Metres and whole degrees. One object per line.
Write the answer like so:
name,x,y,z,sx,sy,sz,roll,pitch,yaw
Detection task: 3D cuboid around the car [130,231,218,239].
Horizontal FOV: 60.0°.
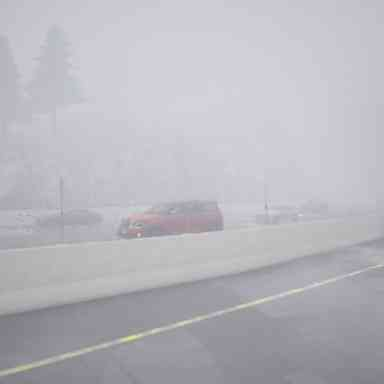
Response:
car,-0.852,1.414,16.528,5.566,2.045,2.150,0,-1,-38
